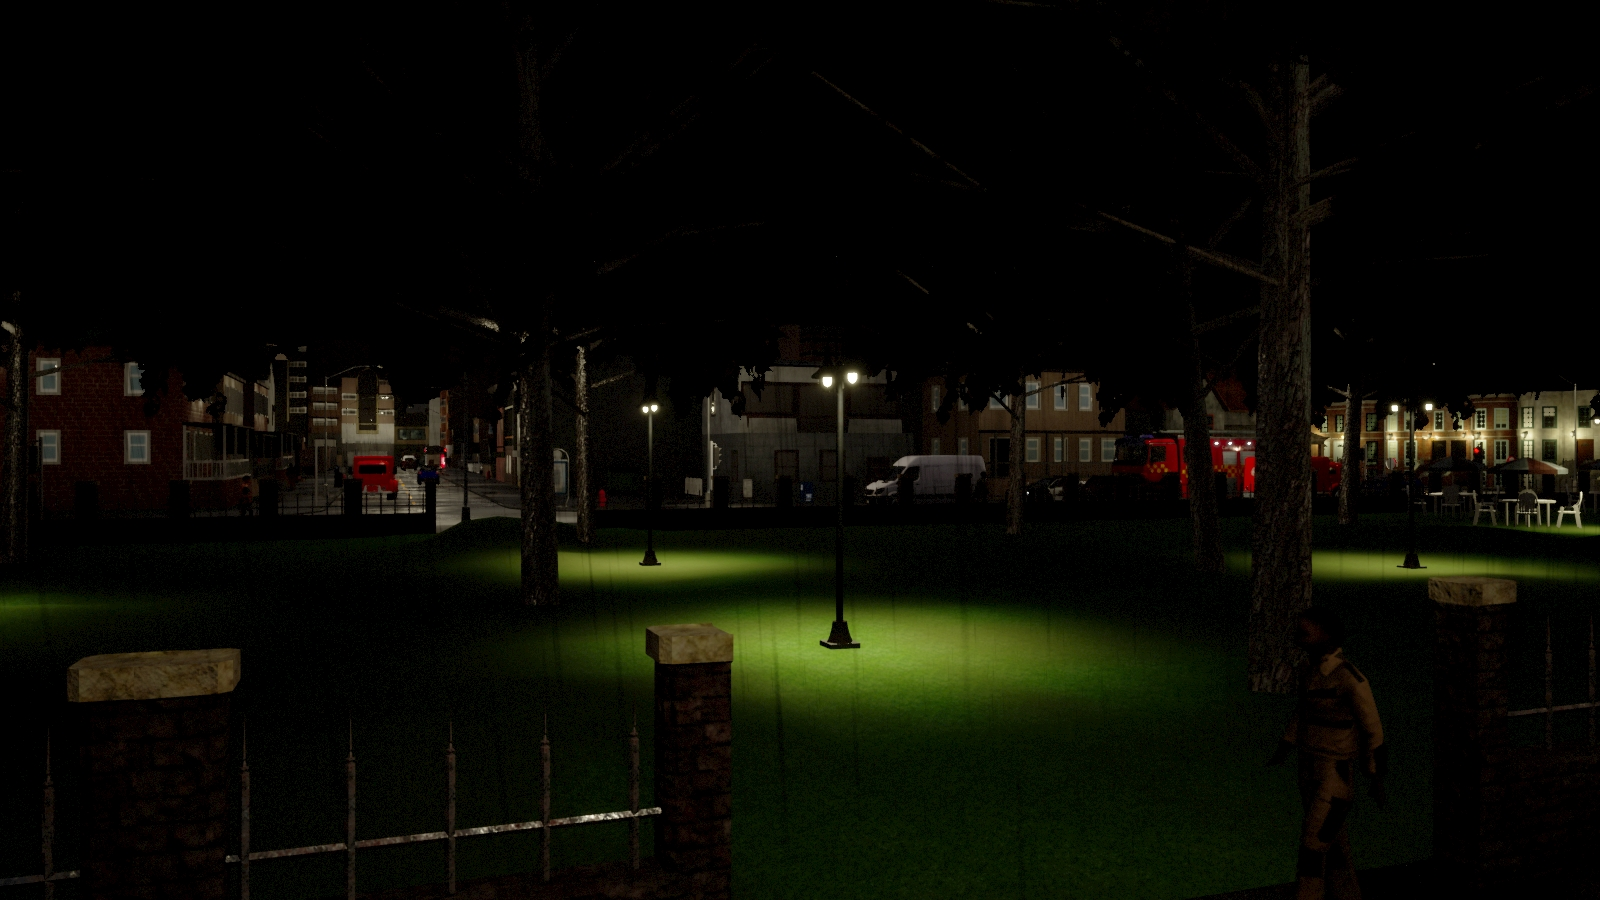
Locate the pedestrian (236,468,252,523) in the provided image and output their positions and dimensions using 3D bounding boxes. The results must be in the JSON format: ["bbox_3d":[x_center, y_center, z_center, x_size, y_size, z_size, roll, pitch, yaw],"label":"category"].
[{"bbox_3d":[-18.752,1.525,38.555,0.375,1.860,0.375,0,0,-4],"label":"pedestrian"}]

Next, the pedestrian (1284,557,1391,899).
[{"bbox_3d":[2.878,1.525,6.137,0.375,1.860,0.375,0,0,-8],"label":"pedestrian"}]

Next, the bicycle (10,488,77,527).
[{"bbox_3d":[-25.467,1.940,38.475,1.835,1.271,0.329,0,0,-20],"label":"bicycle"}]

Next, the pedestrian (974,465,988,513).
[{"bbox_3d":[7.081,1.525,44.704,0.375,1.860,0.375,0,0,-21],"label":"pedestrian"}]
